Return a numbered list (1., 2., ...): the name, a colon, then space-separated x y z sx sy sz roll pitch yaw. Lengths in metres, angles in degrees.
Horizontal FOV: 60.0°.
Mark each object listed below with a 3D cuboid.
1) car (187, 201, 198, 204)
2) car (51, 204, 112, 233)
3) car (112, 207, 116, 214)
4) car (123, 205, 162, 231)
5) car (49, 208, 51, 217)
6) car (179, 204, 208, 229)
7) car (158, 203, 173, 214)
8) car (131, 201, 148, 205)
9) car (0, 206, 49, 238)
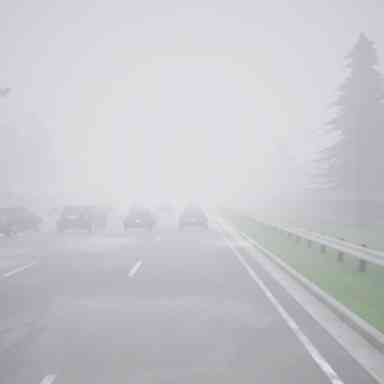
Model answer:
1. car: 0.106 1.974 44.356 2.128 1.511 4.902 0 -1 0
2. car: -6.897 1.583 21.364 2.097 1.767 4.553 0 -1 0
3. car: -10.395 2.028 39.417 1.895 1.301 4.718 0 -1 0
4. car: -3.395 1.812 22.807 1.994 1.385 4.181 0 -1 0
5. car: -13.928 1.990 35.941 1.895 1.301 4.718 0 -1 0
6. car: 0.103 1.824 23.884 1.994 1.385 4.181 0 -1 0
7. car: -3.394 2.049 41.246 1.895 1.301 4.718 0 -1 0
8. car: -6.894 1.959 43.069 2.128 1.511 4.902 0 -1 0
9. car: -10.397 1.557 19.084 2.097 1.767 4.553 0 -1 0
